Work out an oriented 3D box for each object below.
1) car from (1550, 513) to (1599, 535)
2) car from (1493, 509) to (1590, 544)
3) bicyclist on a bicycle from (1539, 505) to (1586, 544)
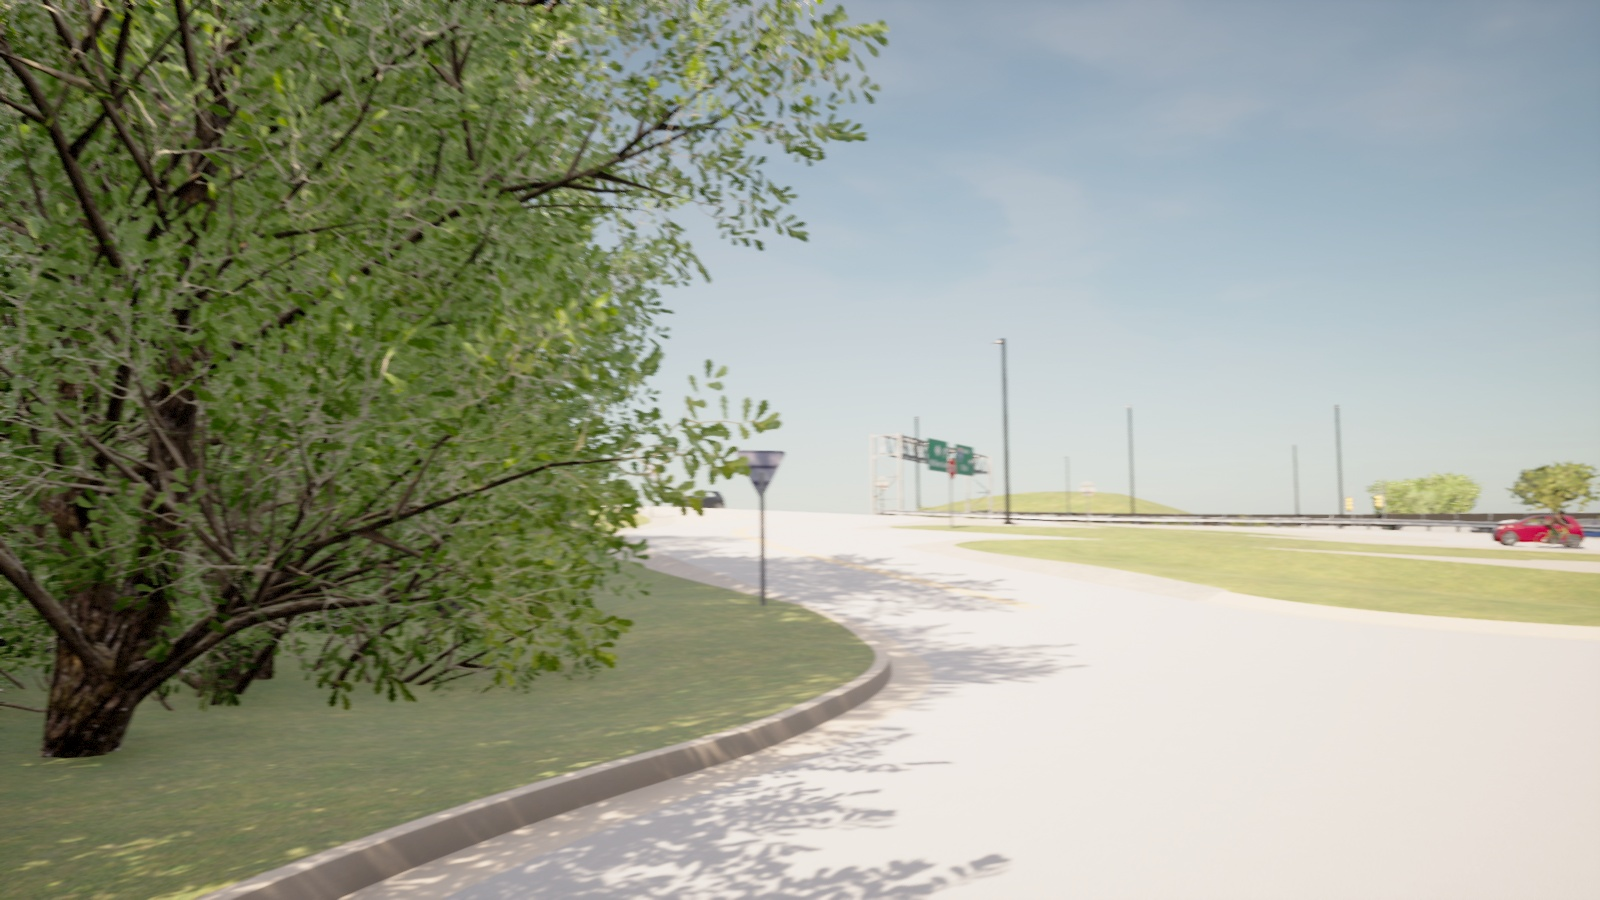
[{"bbox_3d":[51.984,4.792,81.647,5.357,1.411,2.033,-2,-4,26],"label":"car"},{"bbox_3d":[33.817,3.475,57.383,3.633,1.501,1.845,0,-3,24],"label":"car"},{"bbox_3d":[32.786,3.216,54.039,1.656,1.620,0.582,0,-3,24],"label":"bicyclist on a bicycle"}]
